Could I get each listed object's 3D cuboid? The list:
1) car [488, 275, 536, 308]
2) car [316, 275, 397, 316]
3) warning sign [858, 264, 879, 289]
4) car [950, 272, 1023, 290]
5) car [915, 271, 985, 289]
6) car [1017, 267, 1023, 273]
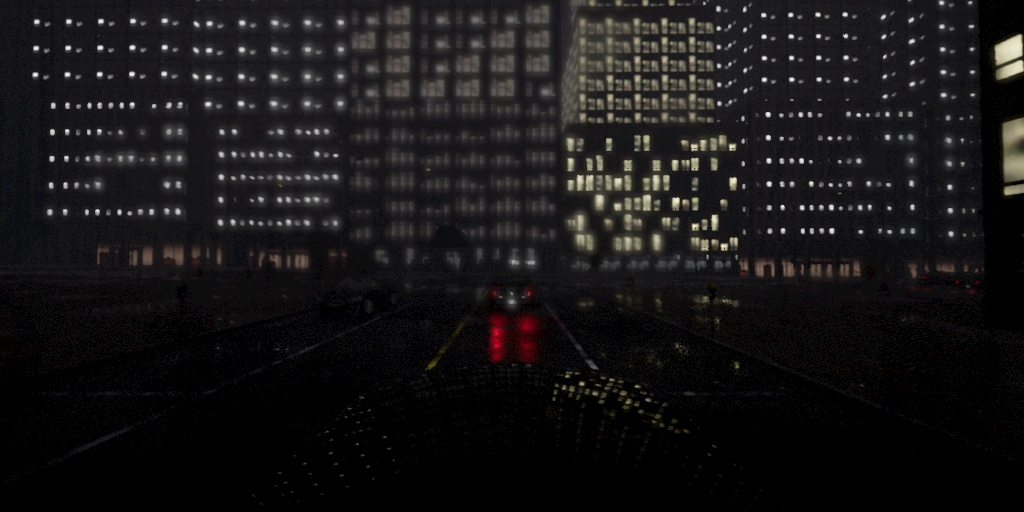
[{"bbox_3d":[-0.003,1.486,15.970,1.895,1.301,4.718,0,-1,0],"label":"car"},{"bbox_3d":[-5.823,1.416,13.909,2.007,1.370,4.403,0,0,0],"label":"car"},{"bbox_3d":[26.588,1.479,26.583,1.060,1.860,1.300,0,0,1],"label":"warning sign"},{"bbox_3d":[39.521,2.228,29.282,4.718,1.301,1.895,1,-1,1],"label":"car"},{"bbox_3d":[39.764,2.187,32.529,4.902,1.511,2.128,1,-1,1],"label":"car"},{"bbox_3d":[49.209,2.116,35.673,5.566,2.045,2.150,1,-1,1],"label":"car"}]
